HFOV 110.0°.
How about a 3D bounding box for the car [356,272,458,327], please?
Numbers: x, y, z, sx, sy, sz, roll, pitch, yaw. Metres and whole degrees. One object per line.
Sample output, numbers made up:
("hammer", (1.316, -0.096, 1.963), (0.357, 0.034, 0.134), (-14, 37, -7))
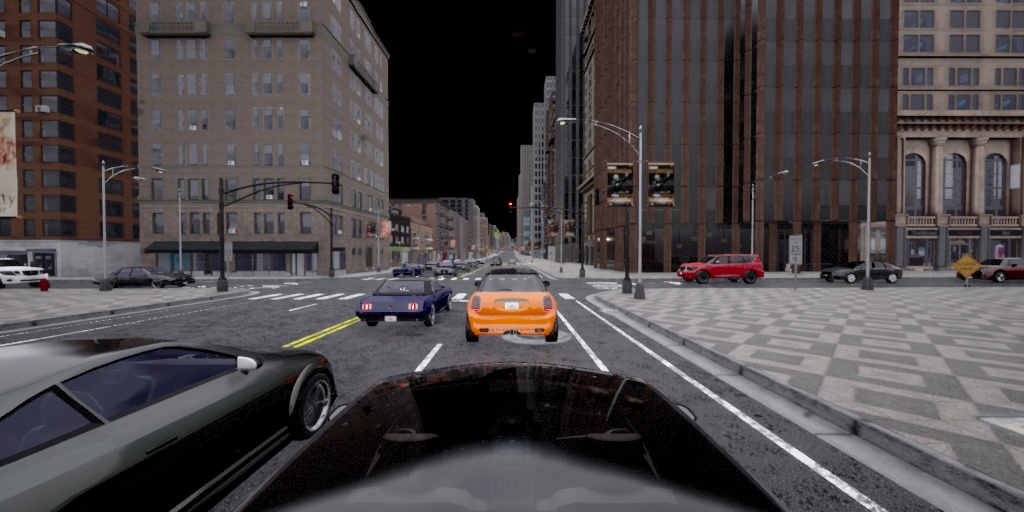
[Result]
("car", (-3.154, 1.350, 11.561), (1.895, 1.301, 4.718), (0, 0, 0))

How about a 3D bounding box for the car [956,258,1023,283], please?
("car", (35.000, 0.924, 25.667), (4.553, 1.767, 2.097), (0, 1, 0))

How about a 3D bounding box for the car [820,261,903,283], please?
("car", (24.882, 1.117, 25.632), (4.892, 1.490, 1.837), (0, 1, 0))

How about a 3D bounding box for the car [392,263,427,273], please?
("car", (-9.869, 1.362, 34.253), (1.895, 1.301, 4.718), (0, 0, 0))

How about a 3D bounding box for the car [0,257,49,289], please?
("car", (-34.311, 1.104, 23.613), (5.566, 2.045, 2.150), (0, 1, 0))

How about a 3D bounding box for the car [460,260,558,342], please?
("car", (0.006, 1.101, 9.911), (2.097, 1.767, 4.553), (0, 0, 0))

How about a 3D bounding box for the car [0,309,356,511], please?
("car", (-3.158, 1.314, 2.742), (1.994, 1.385, 4.181), (0, 0, 1))

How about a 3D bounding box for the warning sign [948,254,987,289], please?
("warning sign", (25.168, 0.826, 19.831), (1.060, 1.860, 1.300), (0, 0, 0))

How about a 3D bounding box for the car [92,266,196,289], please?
("car", (-24.119, 1.395, 23.563), (5.357, 1.411, 2.033), (0, 1, 0))

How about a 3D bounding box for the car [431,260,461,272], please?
("car", (-6.413, 1.325, 35.099), (1.994, 1.385, 4.181), (0, 0, -4))

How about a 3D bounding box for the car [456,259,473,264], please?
("car", (-6.624, 1.334, 46.797), (1.994, 1.385, 4.181), (0, 0, 0))

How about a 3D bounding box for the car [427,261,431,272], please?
("car", (-9.865, 1.332, 44.634), (1.994, 1.385, 4.181), (0, 0, 0))

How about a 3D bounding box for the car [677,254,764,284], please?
("car", (14.826, 0.874, 25.590), (5.566, 2.045, 2.150), (0, 1, 0))
